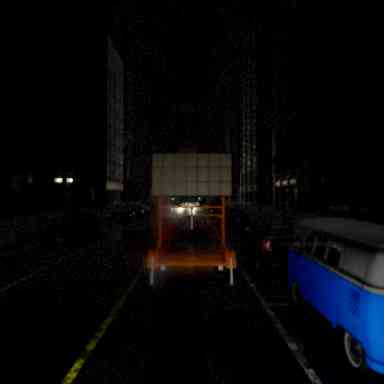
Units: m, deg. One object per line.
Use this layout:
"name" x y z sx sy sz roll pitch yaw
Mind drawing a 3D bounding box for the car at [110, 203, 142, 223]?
"car" -5.775 1.819 27.822 2.008 1.369 4.403 0 -1 0

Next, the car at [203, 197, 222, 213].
"car" 2.745 1.696 39.059 2.192 1.841 5.009 0 -1 0

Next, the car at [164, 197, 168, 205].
"car" -5.788 1.866 55.870 2.192 1.841 5.009 0 -1 0

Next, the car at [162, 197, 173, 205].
"car" -5.799 2.096 78.307 2.192 1.841 5.009 0 -1 0

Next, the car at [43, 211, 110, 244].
"car" -5.769 1.725 16.604 1.947 1.339 4.313 0 -1 0

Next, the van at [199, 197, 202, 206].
"van" 2.734 1.950 61.495 1.690 1.788 3.998 0 -1 0

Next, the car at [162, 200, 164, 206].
"car" -5.786 1.934 50.260 1.967 1.590 4.097 0 -1 0

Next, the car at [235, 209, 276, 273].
"car" 2.759 1.545 11.014 1.967 1.590 4.097 0 -1 0

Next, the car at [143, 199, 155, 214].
"car" -5.780 1.904 38.871 1.752 1.417 4.829 0 -1 0

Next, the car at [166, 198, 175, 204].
"car" -5.805 2.447 89.523 2.008 1.369 4.403 0 -1 0

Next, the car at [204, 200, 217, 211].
"car" 2.739 2.022 50.445 1.752 1.417 4.829 0 -1 0

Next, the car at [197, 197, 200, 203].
"car" 2.729 2.038 72.713 2.192 1.841 5.009 0 -1 0

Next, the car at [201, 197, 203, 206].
"car" 2.742 1.753 44.668 2.192 1.841 5.009 0 -1 0

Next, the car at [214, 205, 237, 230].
"car" 2.753 1.780 22.230 1.947 1.339 4.313 0 -1 0

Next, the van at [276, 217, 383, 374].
"van" 2.762 1.393 5.406 1.690 1.788 3.998 0 -1 0

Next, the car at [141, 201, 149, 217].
"car" -5.778 1.906 33.431 1.802 1.307 4.206 0 -1 0

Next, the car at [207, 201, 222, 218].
"car" 2.748 1.907 33.448 1.802 1.307 4.206 0 -1 0

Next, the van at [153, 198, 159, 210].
"van" -5.783 1.778 44.652 1.690 1.788 3.998 0 -1 0

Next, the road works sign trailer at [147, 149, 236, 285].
"road works sign trailer" -0.004 0.557 9.746 2.380 3.560 2.880 0 -1 0

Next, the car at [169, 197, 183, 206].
"car" -3.030 2.150 65.149 1.837 1.490 4.892 0 -1 0
